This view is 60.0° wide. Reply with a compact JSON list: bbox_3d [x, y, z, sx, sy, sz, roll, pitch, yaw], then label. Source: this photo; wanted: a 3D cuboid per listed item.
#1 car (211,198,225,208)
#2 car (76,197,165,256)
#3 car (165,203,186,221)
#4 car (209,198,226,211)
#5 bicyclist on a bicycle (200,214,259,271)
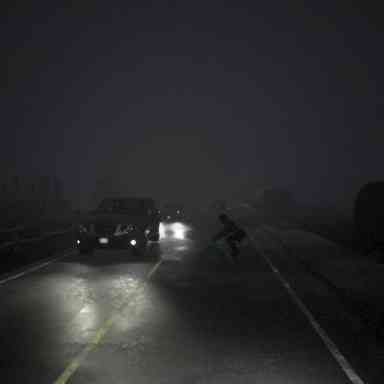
[{"bbox_3d":[3.912,1.594,50.006,1.895,1.301,4.718,0,0,4],"label":"car"},{"bbox_3d":[-2.662,1.221,13.445,2.150,2.045,5.566,0,0,4],"label":"car"},{"bbox_3d":[-1.575,1.597,27.117,1.895,1.301,4.718,0,0,4],"label":"car"},{"bbox_3d":[3.125,1.558,40.043,1.994,1.385,4.181,0,0,5],"label":"car"},{"bbox_3d":[1.049,1.441,9.411,1.656,1.620,0.582,-1,0,4],"label":"bicyclist on a bicycle"}]
